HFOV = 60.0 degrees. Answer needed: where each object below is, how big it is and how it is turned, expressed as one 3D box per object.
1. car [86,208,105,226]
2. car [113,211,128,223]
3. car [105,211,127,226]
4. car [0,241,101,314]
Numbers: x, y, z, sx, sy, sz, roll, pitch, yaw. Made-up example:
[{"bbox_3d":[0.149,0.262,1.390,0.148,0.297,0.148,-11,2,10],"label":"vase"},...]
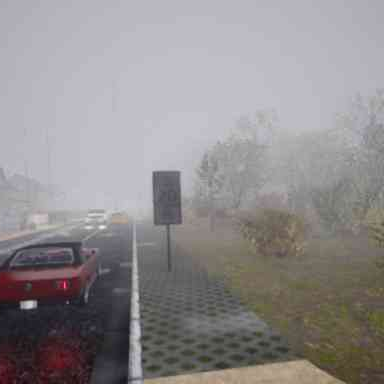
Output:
[{"bbox_3d":[-12.166,3.118,42.509,2.150,2.045,5.566,-2,-2,-10],"label":"car"},{"bbox_3d":[-10.445,3.572,48.742,1.837,1.490,4.892,-2,-2,-10],"label":"car"},{"bbox_3d":[-8.616,3.099,38.486,1.882,1.535,5.008,-2,-2,-10],"label":"car"},{"bbox_3d":[-3.417,1.906,8.379,1.895,1.301,4.718,-2,-2,-10],"label":"car"}]
